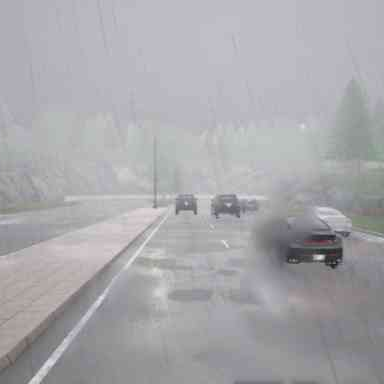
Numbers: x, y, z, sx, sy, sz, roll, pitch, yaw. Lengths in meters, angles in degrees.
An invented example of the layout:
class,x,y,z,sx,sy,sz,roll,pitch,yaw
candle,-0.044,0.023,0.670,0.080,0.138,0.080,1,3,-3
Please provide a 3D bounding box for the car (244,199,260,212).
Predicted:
class,x,y,z,sx,sy,sz,roll,pitch,yaw
car,6.357,1.486,37.605,2.128,1.511,4.902,0,0,-1

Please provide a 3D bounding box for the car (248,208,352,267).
class,x,y,z,sx,sy,sz,roll,pitch,yaw
car,3.355,1.503,11.335,1.837,1.490,4.892,0,0,-1

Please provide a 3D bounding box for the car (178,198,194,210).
class,x,y,z,sx,sy,sz,roll,pitch,yaw
car,-0.766,1.543,44.516,2.033,1.411,5.357,0,0,-1

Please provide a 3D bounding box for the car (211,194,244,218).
class,x,y,z,sx,sy,sz,roll,pitch,yaw
car,2.993,1.218,30.311,2.150,2.045,5.566,0,0,-1

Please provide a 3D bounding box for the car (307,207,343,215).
class,x,y,z,sx,sy,sz,roll,pitch,yaw
car,6.736,1.522,17.658,1.812,1.442,4.674,0,0,-1

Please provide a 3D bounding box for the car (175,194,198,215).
class,x,y,z,sx,sy,sz,roll,pitch,yaw
car,-0.586,1.218,34.320,2.150,2.045,5.566,0,0,-1
